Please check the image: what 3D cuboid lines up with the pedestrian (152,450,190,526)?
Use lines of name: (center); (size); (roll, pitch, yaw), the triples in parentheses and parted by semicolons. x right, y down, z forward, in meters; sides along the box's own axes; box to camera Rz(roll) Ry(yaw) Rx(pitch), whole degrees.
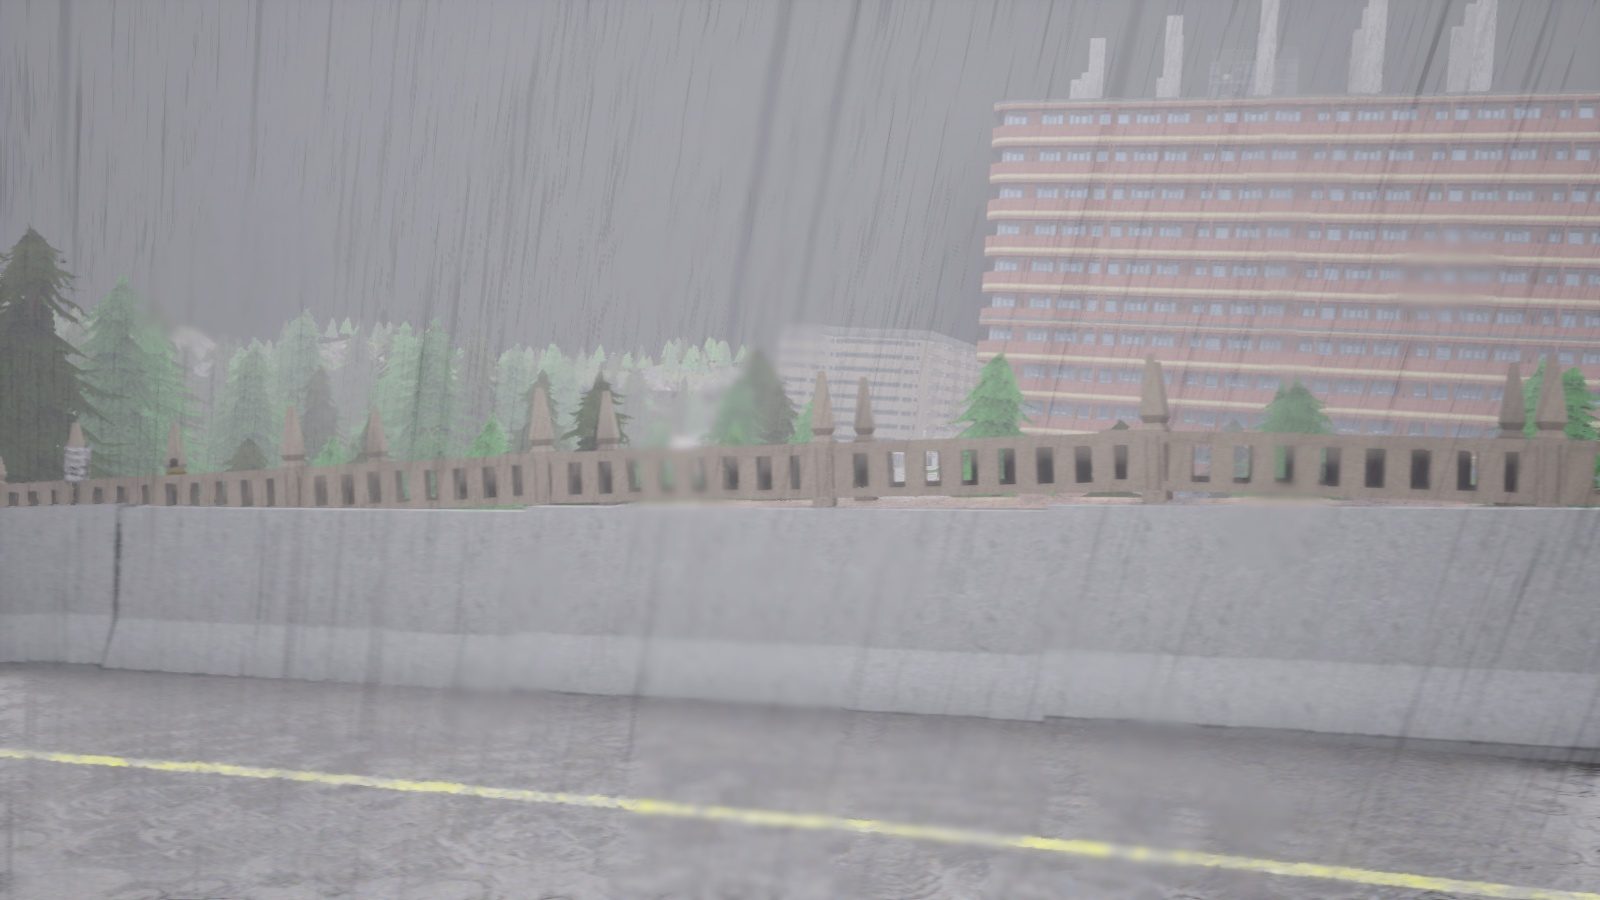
pedestrian: (-15.741, 0.941, 31.445); (0.726, 1.835, 0.370); (5, 2, 19)
